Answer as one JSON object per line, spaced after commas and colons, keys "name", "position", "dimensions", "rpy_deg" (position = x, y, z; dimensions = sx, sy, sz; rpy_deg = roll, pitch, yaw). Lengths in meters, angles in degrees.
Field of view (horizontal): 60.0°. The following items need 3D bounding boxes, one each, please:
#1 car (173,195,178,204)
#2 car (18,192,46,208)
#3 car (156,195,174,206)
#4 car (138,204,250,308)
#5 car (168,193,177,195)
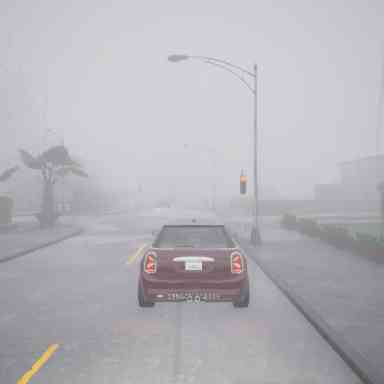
{"name": "car", "position": [-4.027, 1.601, 57.819], "dimensions": [1.895, 1.301, 4.718], "rpy_deg": [0, 0, 0]}
{"name": "car", "position": [-19.725, 0.985, 41.981], "dimensions": [1.905, 1.878, 3.866], "rpy_deg": [0, 0, 35]}
{"name": "car", "position": [-4.056, 1.564, 47.917], "dimensions": [1.994, 1.385, 4.181], "rpy_deg": [0, 0, 0]}
{"name": "car", "position": [0.051, 1.352, 8.105], "dimensions": [2.097, 1.767, 4.553], "rpy_deg": [0, 0, 1]}
{"name": "car", "position": [-3.948, 1.221, 68.213], "dimensions": [2.150, 2.045, 5.566], "rpy_deg": [0, 0, 0]}
